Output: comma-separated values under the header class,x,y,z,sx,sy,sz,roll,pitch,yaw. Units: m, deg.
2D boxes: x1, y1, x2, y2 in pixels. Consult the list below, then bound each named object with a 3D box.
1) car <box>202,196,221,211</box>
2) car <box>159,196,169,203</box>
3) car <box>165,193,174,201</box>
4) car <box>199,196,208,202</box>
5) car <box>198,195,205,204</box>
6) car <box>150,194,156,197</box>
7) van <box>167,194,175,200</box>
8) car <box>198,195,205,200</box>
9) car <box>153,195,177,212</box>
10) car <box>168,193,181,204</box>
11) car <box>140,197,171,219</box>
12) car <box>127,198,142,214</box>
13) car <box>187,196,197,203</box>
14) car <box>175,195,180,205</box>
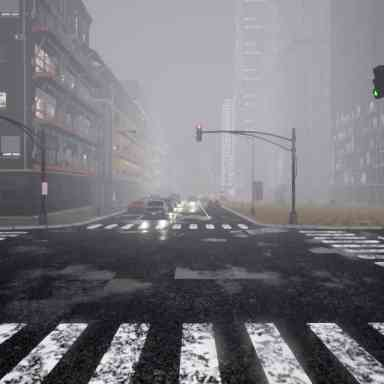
class,x,y,z,sx,sy,sz,roll,pitch,yaw
car,2.612,1.540,41.076,1.887,1.381,4.507,-1,0,0
car,-5.758,1.583,69.257,1.802,1.307,4.206,-1,0,0
car,-5.776,1.322,86.203,2.192,1.841,5.009,-1,0,0
car,2.584,1.548,74.970,1.887,1.381,4.507,-1,0,0
car,2.593,1.551,63.672,2.008,1.369,4.403,-1,0,0
car,-5.736,1.436,41.012,1.967,1.590,4.097,-1,0,0
van,-5.780,1.350,91.851,1.690,1.788,3.998,-1,0,0
car,2.569,1.534,92.087,1.752,1.417,4.829,-1,0,0
car,-3.128,1.473,38.881,1.882,1.535,5.008,0,0,0
car,-3.089,1.220,59.321,2.150,2.045,5.566,0,0,1
car,-3.123,1.500,29.334,1.837,1.490,4.892,0,0,0
car,-5.730,1.540,35.363,1.887,1.381,4.507,-1,0,0
car,0.043,1.479,69.792,1.882,1.535,5.008,0,0,0
car,-3.130,1.522,48.764,1.812,1.442,4.674,0,0,0
